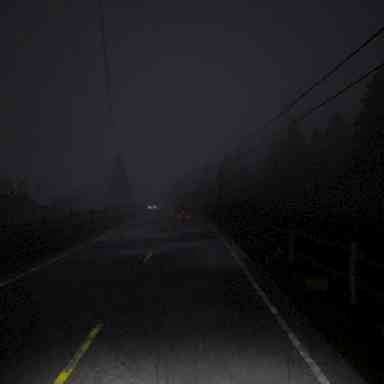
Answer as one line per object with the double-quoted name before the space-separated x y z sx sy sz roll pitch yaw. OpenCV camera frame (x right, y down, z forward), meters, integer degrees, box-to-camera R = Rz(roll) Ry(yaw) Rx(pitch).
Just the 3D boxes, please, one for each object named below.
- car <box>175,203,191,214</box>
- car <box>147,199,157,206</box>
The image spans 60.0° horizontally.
"car" -1.232 2.068 42.314 1.895 1.301 4.718 0 -1 -5
"car" -8.903 2.283 73.978 2.128 1.511 4.902 0 -1 -10
